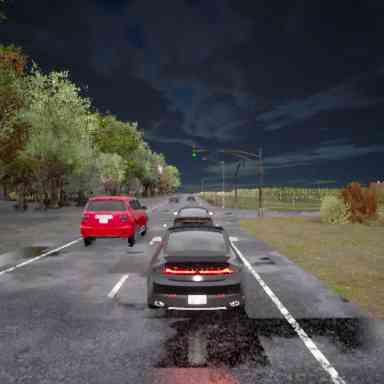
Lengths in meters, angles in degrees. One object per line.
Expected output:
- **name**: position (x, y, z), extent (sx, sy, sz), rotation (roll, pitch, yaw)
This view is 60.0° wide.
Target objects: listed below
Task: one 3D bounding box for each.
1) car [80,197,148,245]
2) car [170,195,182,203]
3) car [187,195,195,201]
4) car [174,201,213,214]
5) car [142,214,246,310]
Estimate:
- **car**: position (-3.434, 1.223, 15.582), extent (2.150, 2.045, 5.566), rotation (0, 0, 0)
- **car**: position (-3.554, 1.497, 68.598), extent (1.837, 1.490, 4.892), rotation (0, 0, 0)
- **car**: position (-0.180, 1.490, 80.400), extent (1.837, 1.490, 4.892), rotation (0, 0, 0)
- **car**: position (0.064, 1.479, 17.202), extent (1.882, 1.535, 5.008), rotation (0, 0, 0)
- **car**: position (0.081, 1.506, 7.838), extent (1.837, 1.490, 4.892), rotation (0, 0, 0)
